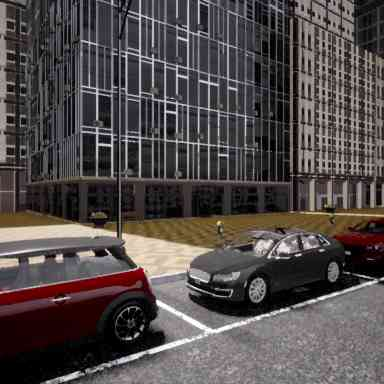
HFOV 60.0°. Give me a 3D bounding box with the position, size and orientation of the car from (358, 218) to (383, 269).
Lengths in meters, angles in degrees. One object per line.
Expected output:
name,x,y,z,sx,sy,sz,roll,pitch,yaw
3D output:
car,6.408,1.547,11.093,4.507,1.381,1.887,0,0,-35

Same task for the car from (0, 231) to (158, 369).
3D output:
car,-2.618,1.440,4.694,4.097,1.590,1.967,0,0,-35

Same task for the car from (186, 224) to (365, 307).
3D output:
car,1.895,1.551,7.893,4.403,1.369,2.008,0,0,-35
